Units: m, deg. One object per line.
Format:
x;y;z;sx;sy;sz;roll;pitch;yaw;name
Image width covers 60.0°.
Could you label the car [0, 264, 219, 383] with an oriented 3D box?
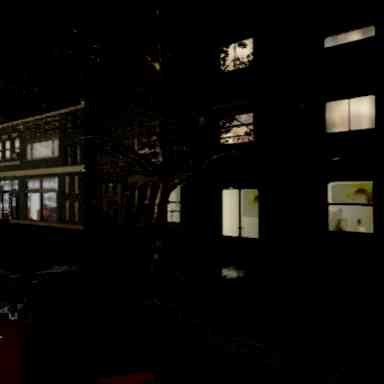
-1.670;1.579;4.076;4.206;1.307;1.802;0;0;36;car
